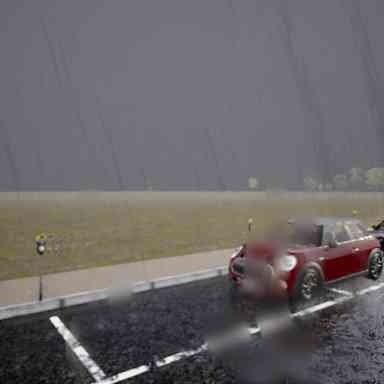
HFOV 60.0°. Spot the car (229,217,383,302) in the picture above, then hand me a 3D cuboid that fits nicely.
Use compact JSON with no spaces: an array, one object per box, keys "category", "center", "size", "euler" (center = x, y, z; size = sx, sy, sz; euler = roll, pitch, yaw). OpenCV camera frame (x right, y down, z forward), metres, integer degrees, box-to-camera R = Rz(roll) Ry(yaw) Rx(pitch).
[{"category":"car","center":[2.827,1.391,8.103],"size":[4.097,1.590,1.967],"euler":[-1,1,-35]}]
